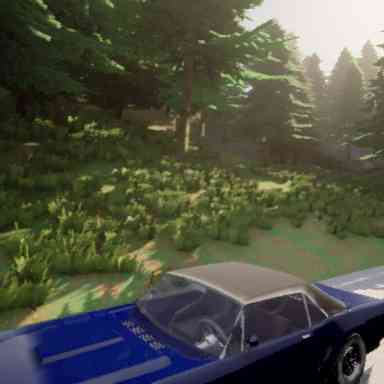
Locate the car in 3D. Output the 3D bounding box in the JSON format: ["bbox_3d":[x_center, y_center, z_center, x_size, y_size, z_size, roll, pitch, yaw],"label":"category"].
[{"bbox_3d":[0.191,1.599,3.717,4.718,1.301,1.895,0,0,-35],"label":"car"}]
